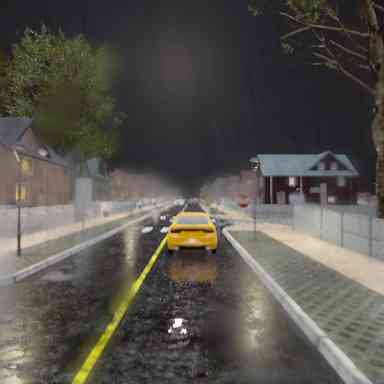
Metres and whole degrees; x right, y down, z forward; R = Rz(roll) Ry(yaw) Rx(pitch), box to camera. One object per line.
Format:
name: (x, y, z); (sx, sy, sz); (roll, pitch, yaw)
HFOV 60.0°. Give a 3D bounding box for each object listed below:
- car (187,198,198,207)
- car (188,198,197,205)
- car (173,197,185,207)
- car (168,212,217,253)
car: (0.062, 2.231, 66.097); (1.837, 1.490, 4.892); (0, 0, 0)
car: (0.073, 2.274, 81.531); (2.128, 1.511, 4.902); (0, -1, 0)
car: (-2.690, 1.969, 68.092); (2.150, 2.045, 5.566); (0, 0, 0)
car: (0.020, 1.624, 14.495); (1.882, 1.535, 5.008); (0, 0, 0)
